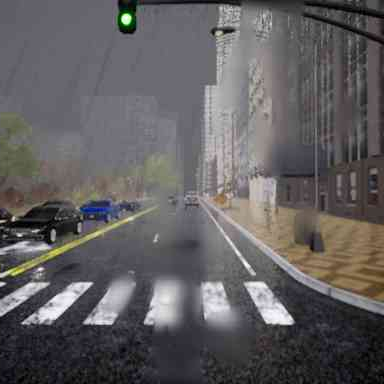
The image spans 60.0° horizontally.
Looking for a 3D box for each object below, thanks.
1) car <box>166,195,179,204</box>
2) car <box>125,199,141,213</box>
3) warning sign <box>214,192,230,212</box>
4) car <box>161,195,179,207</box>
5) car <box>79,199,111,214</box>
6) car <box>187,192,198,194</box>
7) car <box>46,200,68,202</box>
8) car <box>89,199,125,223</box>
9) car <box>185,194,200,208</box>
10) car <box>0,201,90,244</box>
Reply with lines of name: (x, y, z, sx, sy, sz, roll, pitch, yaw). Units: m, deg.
car: (-3.161, 1.261, 55.235, 1.812, 1.442, 4.674, 0, 0, 0)
car: (-6.570, 1.397, 34.498, 1.895, 1.301, 4.718, 0, 0, 0)
warning sign: (2.847, 0.924, 31.664, 1.300, 1.860, 1.060, -1, -1, 0)
car: (-3.124, 1.252, 44.974, 2.128, 1.511, 4.902, 0, 0, 0)
car: (-9.822, 1.399, 34.011, 1.895, 1.301, 4.718, 0, 0, 0)
car: (0.033, 0.960, 54.016, 2.150, 2.045, 5.566, 0, 0, 0)
car: (-9.831, 1.349, 24.080, 1.837, 1.490, 4.892, 0, 0, 0)
car: (-6.583, 1.321, 24.321, 1.882, 1.535, 5.008, 0, 0, 0)
car: (0.026, 1.312, 43.566, 2.033, 1.411, 5.357, 0, 0, 0)
car: (-6.557, 1.400, 15.248, 1.837, 1.490, 4.892, 0, 0, 2)
